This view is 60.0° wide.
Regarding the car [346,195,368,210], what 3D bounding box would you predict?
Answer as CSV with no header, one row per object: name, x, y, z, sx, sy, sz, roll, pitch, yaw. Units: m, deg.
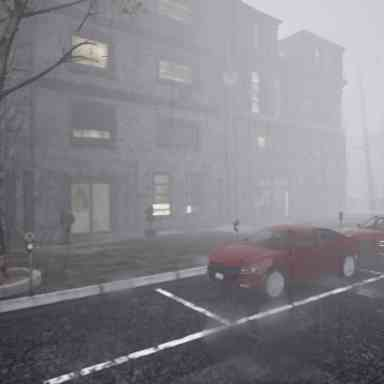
car,19.662,1.336,42.714,2.192,1.841,5.009,-2,0,-36

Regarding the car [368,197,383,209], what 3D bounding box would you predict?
car,23.028,1.393,38.170,1.967,1.590,4.097,-2,0,-36

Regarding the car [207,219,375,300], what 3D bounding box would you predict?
car,2.402,1.499,8.270,4.507,1.381,1.887,0,0,-35

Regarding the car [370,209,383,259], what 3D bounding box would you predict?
car,6.917,1.461,11.488,4.507,1.381,1.887,0,0,-35

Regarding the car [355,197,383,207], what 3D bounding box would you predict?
car,26.295,1.417,47.792,1.752,1.417,4.829,-2,0,-36
